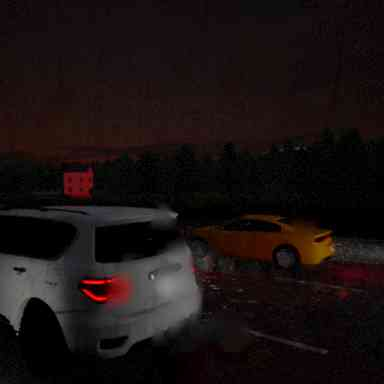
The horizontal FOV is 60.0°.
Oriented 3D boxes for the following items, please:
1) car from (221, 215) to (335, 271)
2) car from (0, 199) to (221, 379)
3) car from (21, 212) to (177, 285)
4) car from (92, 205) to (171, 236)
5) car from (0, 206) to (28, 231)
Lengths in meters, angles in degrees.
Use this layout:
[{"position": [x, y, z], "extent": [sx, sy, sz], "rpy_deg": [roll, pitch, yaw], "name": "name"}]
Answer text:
[{"position": [2.063, 1.499, 11.121], "extent": [5.008, 1.535, 1.882], "rpy_deg": [0, 0, 36], "name": "car"}, {"position": [-2.492, 1.248, 5.774], "extent": [5.566, 2.045, 2.150], "rpy_deg": [0, 0, 36], "name": "car"}, {"position": [-3.054, 1.532, 10.474], "extent": [4.902, 1.511, 2.128], "rpy_deg": [0, 0, 36], "name": "car"}, {"position": [-3.629, 1.591, 19.476], "extent": [4.674, 1.442, 1.812], "rpy_deg": [0, 0, 36], "name": "car"}, {"position": [-13.300, 1.658, 22.086], "extent": [5.357, 1.411, 2.033], "rpy_deg": [0, 0, 36], "name": "car"}]
